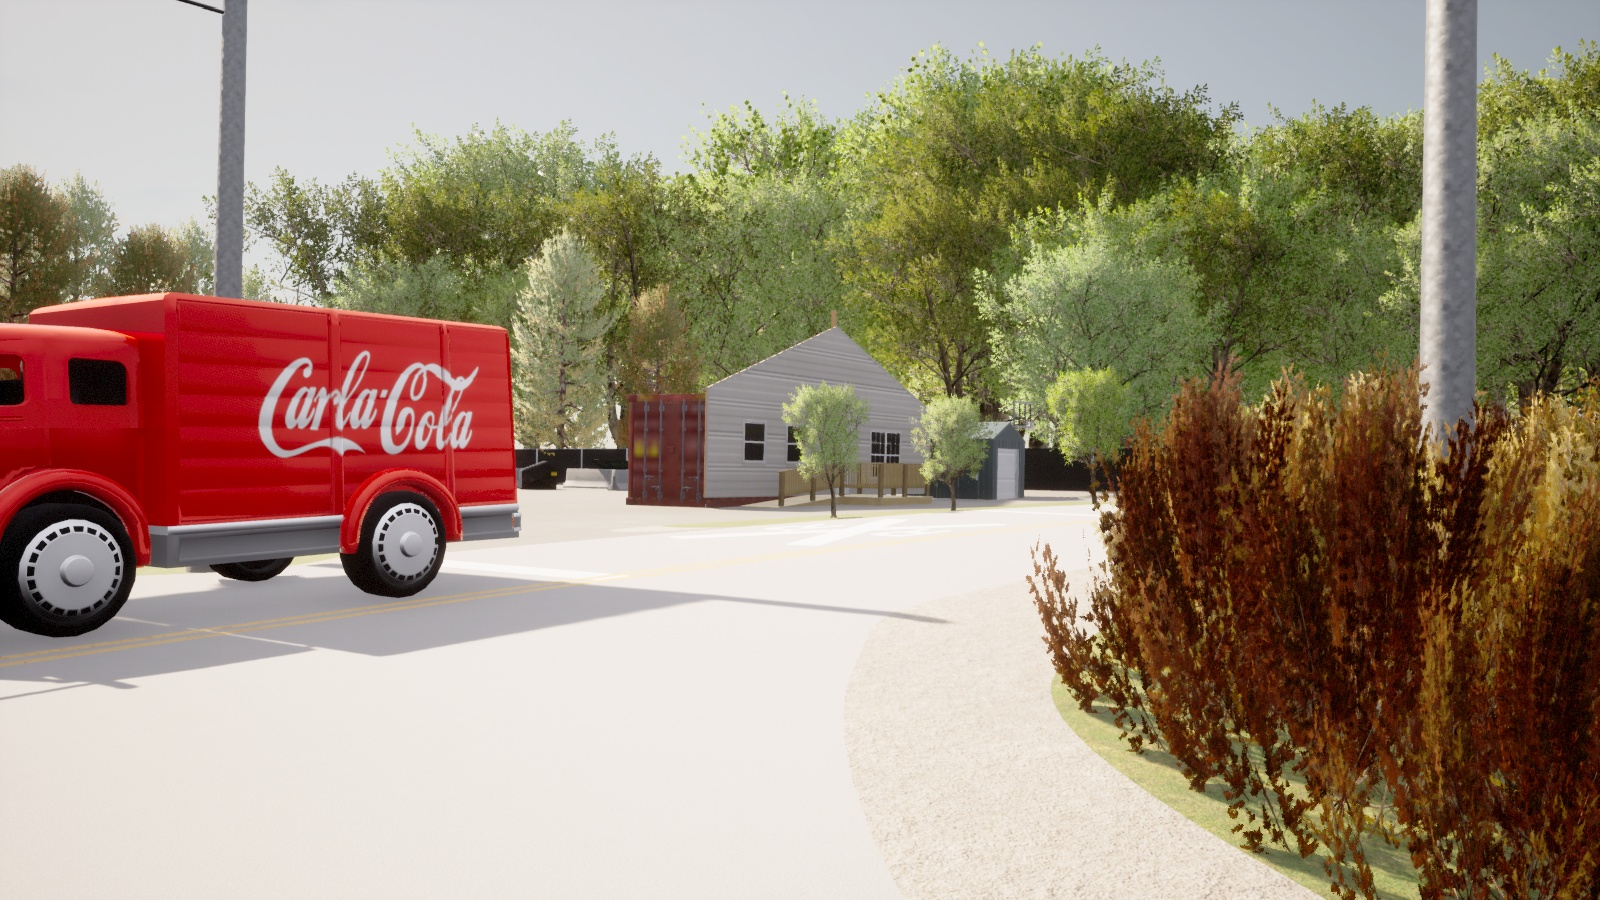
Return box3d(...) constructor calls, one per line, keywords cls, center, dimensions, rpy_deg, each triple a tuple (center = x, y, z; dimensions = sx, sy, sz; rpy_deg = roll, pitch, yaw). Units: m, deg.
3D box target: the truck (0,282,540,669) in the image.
box3d(cls="truck", center=(-5.027, 0.128, 10.451), dimensions=(2.627, 2.467, 5.204), rpy_deg=(-1, 1, 34))
